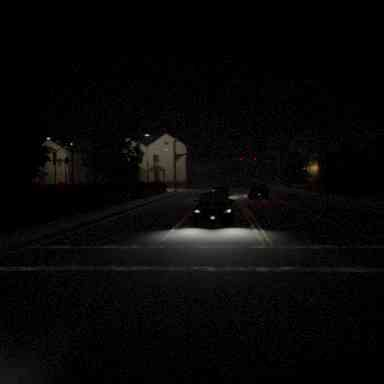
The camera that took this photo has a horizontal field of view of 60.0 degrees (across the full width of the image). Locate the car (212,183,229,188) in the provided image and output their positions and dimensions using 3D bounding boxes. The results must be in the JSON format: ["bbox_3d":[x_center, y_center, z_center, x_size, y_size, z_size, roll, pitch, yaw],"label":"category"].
[{"bbox_3d":[3.597,-0.357,41.401,1.882,1.535,5.008,-1,2,6],"label":"car"}]

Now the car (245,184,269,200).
[{"bbox_3d":[6.442,-0.074,33.082,2.128,1.511,4.902,-1,2,6],"label":"car"}]

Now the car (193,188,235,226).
[{"bbox_3d":[1.111,0.729,16.624,1.812,1.442,4.674,-1,2,6],"label":"car"}]
